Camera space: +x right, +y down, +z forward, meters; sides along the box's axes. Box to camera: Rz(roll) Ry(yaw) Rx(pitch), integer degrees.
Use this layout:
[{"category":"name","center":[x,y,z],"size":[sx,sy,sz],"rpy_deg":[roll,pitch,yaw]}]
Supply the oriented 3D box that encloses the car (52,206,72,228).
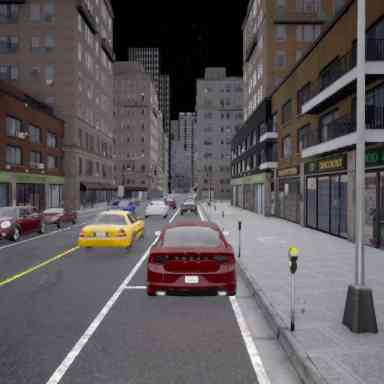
[{"category":"car","center":[-8.822,1.575,21.767],"size":[1.802,1.307,4.206],"rpy_deg":[-1,0,0]}]

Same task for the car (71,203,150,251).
[{"category":"car","center":[-3.146,1.452,14.042],"size":[1.801,1.575,5.366],"rpy_deg":[0,0,0]}]

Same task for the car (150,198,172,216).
[{"category":"car","center":[-3.053,1.514,29.794],"size":[1.812,1.442,4.674],"rpy_deg":[0,0,0]}]

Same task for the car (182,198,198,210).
[{"category":"car","center":[-0.277,1.543,44.111],"size":[1.947,1.339,4.313],"rpy_deg":[-1,0,0]}]

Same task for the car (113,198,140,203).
[{"category":"car","center":[-6.241,1.466,29.691],"size":[1.882,1.535,5.008],"rpy_deg":[0,0,0]}]

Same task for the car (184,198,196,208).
[{"category":"car","center":[-0.276,1.554,49.696],"size":[1.802,1.307,4.206],"rpy_deg":[-1,0,0]}]

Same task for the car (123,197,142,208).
[{"category":"car","center":[-8.821,1.516,49.695],"size":[1.887,1.381,4.507],"rpy_deg":[-1,0,0]}]

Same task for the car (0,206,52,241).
[{"category":"car","center":[-8.823,1.435,16.181],"size":[1.967,1.590,4.097],"rpy_deg":[-1,0,0]}]

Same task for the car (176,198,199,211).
[{"category":"car","center":[-0.280,1.537,32.939],"size":[2.008,1.369,4.403],"rpy_deg":[-1,0,0]}]

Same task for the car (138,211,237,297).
[{"category":"car","center":[-0.006,1.475,8.652],"size":[1.882,1.535,5.008],"rpy_deg":[0,0,0]}]

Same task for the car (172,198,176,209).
[{"category":"car","center":[-3.053,1.502,45.058],"size":[1.812,1.442,4.674],"rpy_deg":[0,0,0]}]

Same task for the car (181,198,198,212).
[{"category":"car","center":[-0.279,1.507,38.694],"size":[1.752,1.417,4.829],"rpy_deg":[-1,0,0]}]
